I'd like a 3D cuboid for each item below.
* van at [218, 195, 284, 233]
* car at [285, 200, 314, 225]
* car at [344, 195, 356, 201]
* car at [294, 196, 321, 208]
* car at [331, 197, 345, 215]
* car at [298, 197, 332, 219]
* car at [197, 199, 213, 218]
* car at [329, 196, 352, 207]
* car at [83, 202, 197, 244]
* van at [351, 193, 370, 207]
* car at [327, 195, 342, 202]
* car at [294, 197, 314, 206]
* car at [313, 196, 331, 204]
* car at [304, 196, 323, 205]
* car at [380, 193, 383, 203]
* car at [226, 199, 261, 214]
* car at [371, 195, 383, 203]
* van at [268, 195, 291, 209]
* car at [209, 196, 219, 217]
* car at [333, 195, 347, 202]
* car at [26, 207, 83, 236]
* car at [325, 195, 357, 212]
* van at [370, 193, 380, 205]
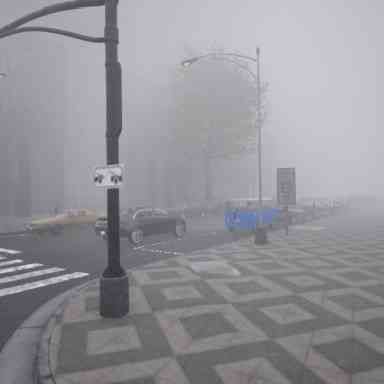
[{"bbox_3d":[3.371,1.213,18.400,1.690,1.788,3.998,-1,0,36],"label":"van"},{"bbox_3d":[6.536,1.422,22.792,1.947,1.339,4.313,-1,0,36],"label":"car"},{"bbox_3d":[39.508,1.402,83.195,2.008,1.369,4.403,-1,-1,36],"label":"car"},{"bbox_3d":[15.942,1.387,45.730,2.128,1.511,4.902,-1,-1,36],"label":"car"},{"bbox_3d":[12.861,1.409,31.579,1.802,1.307,4.206,-1,0,36],"label":"car"},{"bbox_3d":[9.698,1.386,27.185,1.887,1.381,4.507,-1,0,36],"label":"car"},{"bbox_3d":[-0.517,1.552,27.584,1.887,1.381,4.507,-1,0,36],"label":"car"},{"bbox_3d":[21.784,1.376,48.710,2.033,1.411,5.357,-1,-1,36],"label":"car"},{"bbox_3d":[-2.186,1.429,15.408,2.128,1.511,4.902,-1,-1,36],"label":"car"},{"bbox_3d":[22.344,1.128,44.761,1.690,1.788,3.998,-1,0,36],"label":"van"},{"bbox_3d":[29.967,1.433,69.939,2.008,1.369,4.403,-1,-1,36],"label":"car"},{"bbox_3d":[18.020,1.492,53.340,1.947,1.339,4.313,-1,0,36],"label":"car"},{"bbox_3d":[24.200,1.454,61.926,2.008,1.369,4.403,-1,-1,36],"label":"car"},{"bbox_3d":[21.011,1.440,57.495,1.752,1.417,4.829,-1,-1,36],"label":"car"},{"bbox_3d":[31.932,1.275,58.079,1.752,1.417,4.829,-1,-1,36],"label":"car"},{"bbox_3d":[5.662,1.529,36.170,2.008,1.369,4.403,-1,0,36],"label":"car"},{"bbox_3d":[34.996,1.304,62.334,1.947,1.339,4.313,-1,-1,36],"label":"car"},{"bbox_3d":[11.838,1.293,44.756,1.690,1.788,3.998,-1,0,36],"label":"van"},{"bbox_3d":[2.569,1.307,31.878,2.192,1.841,5.009,-1,0,36],"label":"car"},{"bbox_3d":[33.147,1.416,74.357,1.887,1.381,4.507,-1,-1,36],"label":"car"},{"bbox_3d":[-6.802,1.564,18.862,1.752,1.417,4.829,-1,0,36],"label":"car"},{"bbox_3d":[16.022,1.364,35.973,2.008,1.369,4.403,-1,0,36],"label":"car"},{"bbox_3d":[28.668,1.103,53.549,1.690,1.788,3.998,-1,-1,36],"label":"van"}]
